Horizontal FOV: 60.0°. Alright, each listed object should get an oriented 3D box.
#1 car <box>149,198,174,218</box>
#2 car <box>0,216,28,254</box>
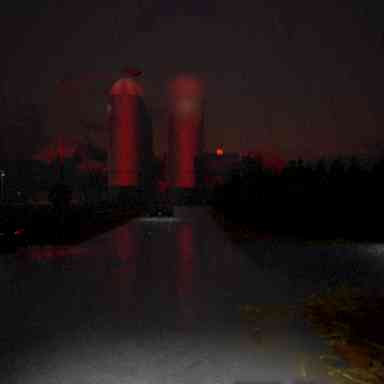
[{"bbox_3d":[-3.111,1.668,34.875,2.150,2.045,5.566,0,1,0],"label":"car"},{"bbox_3d":[-8.355,1.538,11.387,4.892,1.490,1.837,-1,6,-18],"label":"car"}]
